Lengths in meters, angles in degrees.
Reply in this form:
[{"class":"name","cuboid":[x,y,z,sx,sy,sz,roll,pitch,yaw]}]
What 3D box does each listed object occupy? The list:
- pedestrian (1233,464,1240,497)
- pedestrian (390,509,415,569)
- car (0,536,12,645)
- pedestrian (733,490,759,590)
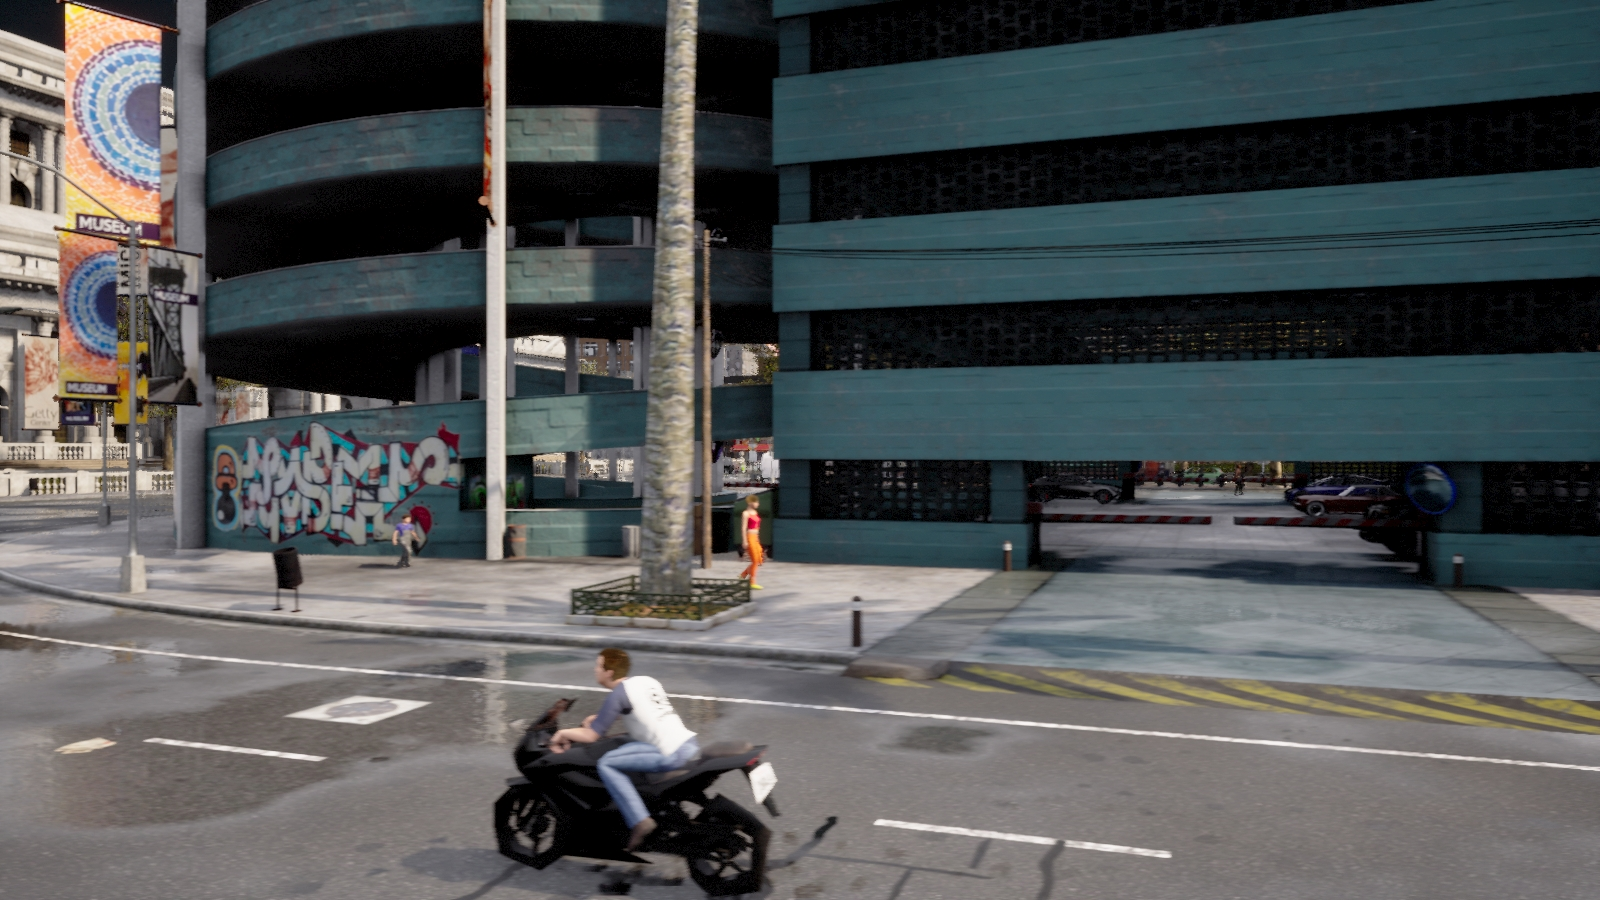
[{"class":"pedestrian","cuboid":[24.701,1.701,64.599,0.375,1.860,0.375,0,0,20]},{"class":"pedestrian","cuboid":[-8.845,1.977,25.426,0.375,1.300,0.375,0,0,30]},{"class":"car","cuboid":[-14.107,2.034,16.994,5.006,1.535,2.097,0,0,32]},{"class":"pedestrian","cuboid":[-1.019,1.697,21.639,0.375,1.860,0.375,0,0,24]}]
